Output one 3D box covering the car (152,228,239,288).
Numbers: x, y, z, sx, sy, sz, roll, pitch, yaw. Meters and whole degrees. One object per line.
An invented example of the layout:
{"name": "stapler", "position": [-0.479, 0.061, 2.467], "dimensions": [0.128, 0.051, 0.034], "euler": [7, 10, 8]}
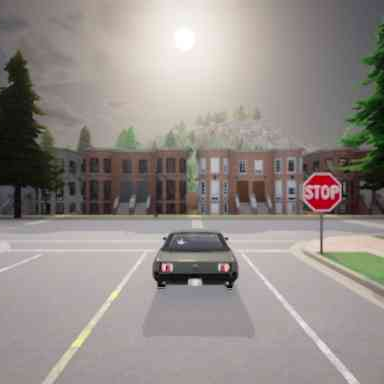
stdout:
{"name": "car", "position": [0.105, 1.664, 9.362], "dimensions": [1.895, 1.301, 4.718], "euler": [0, 0, 1]}
